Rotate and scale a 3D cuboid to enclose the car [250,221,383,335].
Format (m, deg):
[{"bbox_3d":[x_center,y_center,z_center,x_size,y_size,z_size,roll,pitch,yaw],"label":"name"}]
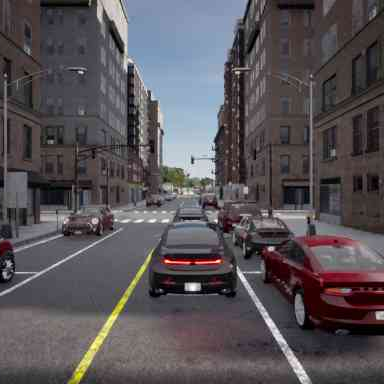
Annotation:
[{"bbox_3d":[2.594,1.545,6.751,1.887,1.381,4.507,0,0,0],"label":"car"}]

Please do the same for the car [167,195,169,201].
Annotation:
[{"bbox_3d":[-5.836,1.548,61.625,2.008,1.369,4.403,0,0,0],"label":"car"}]

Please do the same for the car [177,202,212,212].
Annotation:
[{"bbox_3d":[-0.060,1.505,17.988,1.837,1.490,4.892,0,0,0],"label":"car"}]

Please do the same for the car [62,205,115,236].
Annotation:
[{"bbox_3d":[-5.509,1.440,18.059,1.967,1.590,4.097,0,0,0],"label":"car"}]

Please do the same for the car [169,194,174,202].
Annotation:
[{"bbox_3d":[-5.943,1.541,78.136,1.887,1.381,4.507,0,0,0],"label":"car"}]

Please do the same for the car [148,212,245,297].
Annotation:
[{"bbox_3d":[0.013,1.505,8.572,1.837,1.490,4.892,0,0,0],"label":"car"}]

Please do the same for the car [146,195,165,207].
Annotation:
[{"bbox_3d":[-5.765,1.314,50.618,2.192,1.841,5.009,0,0,0],"label":"car"}]

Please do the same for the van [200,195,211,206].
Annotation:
[{"bbox_3d":[2.307,1.339,56.179,1.690,1.788,3.998,0,0,0],"label":"van"}]

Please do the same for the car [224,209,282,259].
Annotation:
[{"bbox_3d":[2.555,1.551,12.433,2.008,1.369,4.403,0,0,0],"label":"car"}]

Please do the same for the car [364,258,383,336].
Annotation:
[{"bbox_3d":[2.634,1.440,1.069,1.967,1.590,4.097,0,0,0],"label":"car"}]

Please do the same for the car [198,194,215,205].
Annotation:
[{"bbox_3d":[2.392,1.314,45.171,2.192,1.841,5.009,0,0,0],"label":"car"}]

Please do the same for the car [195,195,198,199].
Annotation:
[{"bbox_3d":[2.265,1.313,61.682,2.192,1.841,5.009,0,0,0],"label":"car"}]

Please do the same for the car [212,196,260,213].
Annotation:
[{"bbox_3d":[2.516,1.315,18.115,2.192,1.841,5.009,0,0,0],"label":"car"}]

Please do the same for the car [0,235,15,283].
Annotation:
[{"bbox_3d":[-5.430,1.440,6.695,1.967,1.590,4.097,0,0,0],"label":"car"}]

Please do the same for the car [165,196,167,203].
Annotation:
[{"bbox_3d":[-5.800,1.564,56.121,1.947,1.339,4.313,0,0,0],"label":"car"}]
